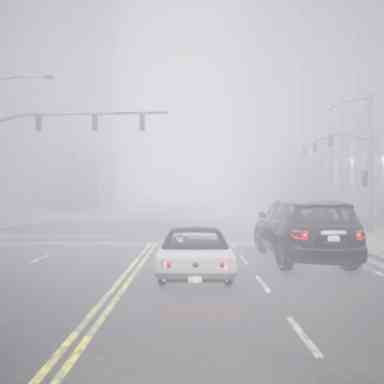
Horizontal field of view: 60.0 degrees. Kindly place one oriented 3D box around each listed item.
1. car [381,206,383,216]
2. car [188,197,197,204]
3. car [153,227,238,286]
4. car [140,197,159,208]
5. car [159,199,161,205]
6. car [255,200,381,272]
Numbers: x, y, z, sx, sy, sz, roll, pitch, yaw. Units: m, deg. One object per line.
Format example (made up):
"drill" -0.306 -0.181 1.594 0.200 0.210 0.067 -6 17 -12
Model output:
"car" 20.882 1.634 32.898 4.902 1.511 2.128 0 0 -1
"car" 0.085 1.850 75.386 2.128 1.511 4.902 0 0 0
"car" 0.082 1.643 9.518 1.895 1.301 4.718 0 0 0
"car" -7.029 1.582 53.097 2.097 1.767 4.553 0 0 0
"car" -6.957 1.822 63.615 2.033 1.411 5.357 0 0 1
"car" 3.594 1.272 11.088 2.150 2.045 5.566 0 0 0
